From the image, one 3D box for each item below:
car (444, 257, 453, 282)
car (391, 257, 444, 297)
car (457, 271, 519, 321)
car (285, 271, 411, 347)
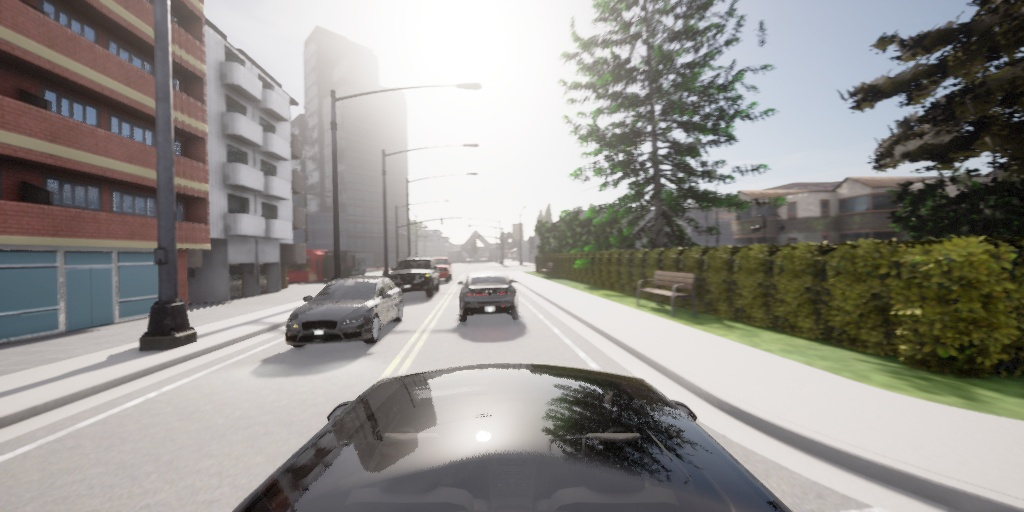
[{"bbox_3d":[-6.294,1.114,30.546,2.150,2.045,5.566,-1,0,-5],"label":"car"},{"bbox_3d":[-5.268,1.092,19.878,2.150,2.045,5.566,-1,0,-6],"label":"car"},{"bbox_3d":[-0.857,1.272,12.683,1.837,1.490,4.892,-1,0,-5],"label":"car"},{"bbox_3d":[-4.278,1.354,9.912,1.837,1.490,4.892,-1,0,-6],"label":"car"}]
